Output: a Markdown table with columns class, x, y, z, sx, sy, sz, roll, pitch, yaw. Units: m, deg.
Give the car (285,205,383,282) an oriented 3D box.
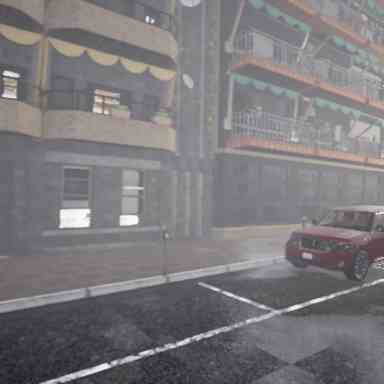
| class | x | y | z | sx | sy | sz | roll | pitch | yaw |
| --- | --- | --- | --- | --- | --- | --- | --- | --- | --- |
| car | 5.070 | 1.362 | 10.153 | 5.009 | 1.841 | 2.192 | 0 | 1 | -35 |
